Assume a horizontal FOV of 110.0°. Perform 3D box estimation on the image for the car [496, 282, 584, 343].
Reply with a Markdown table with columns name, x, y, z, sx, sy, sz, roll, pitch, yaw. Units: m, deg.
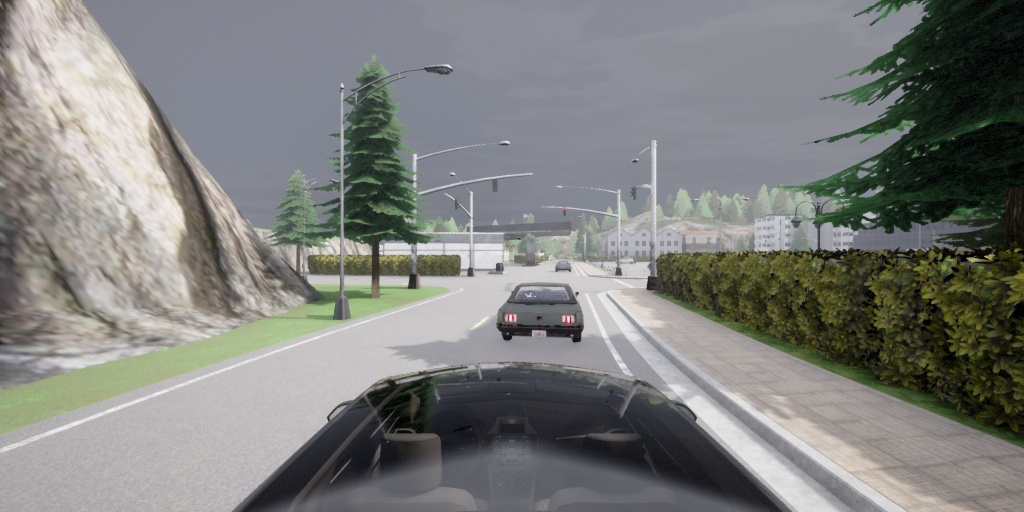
| name | x | y | z | sx | sy | sz | roll | pitch | yaw |
| --- | --- | --- | --- | --- | --- | --- | --- | --- | --- |
| car | 0.883 | 1.351 | 9.760 | 1.895 | 1.301 | 4.718 | 0 | 0 | 8 |

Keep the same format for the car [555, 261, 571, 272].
| name | x | y | z | sx | sy | sz | roll | pitch | yaw |
| --- | --- | --- | --- | --- | --- | --- | --- | --- | --- |
| car | 6.568 | 1.314 | 45.827 | 1.994 | 1.385 | 4.181 | 0 | 0 | 9 |
